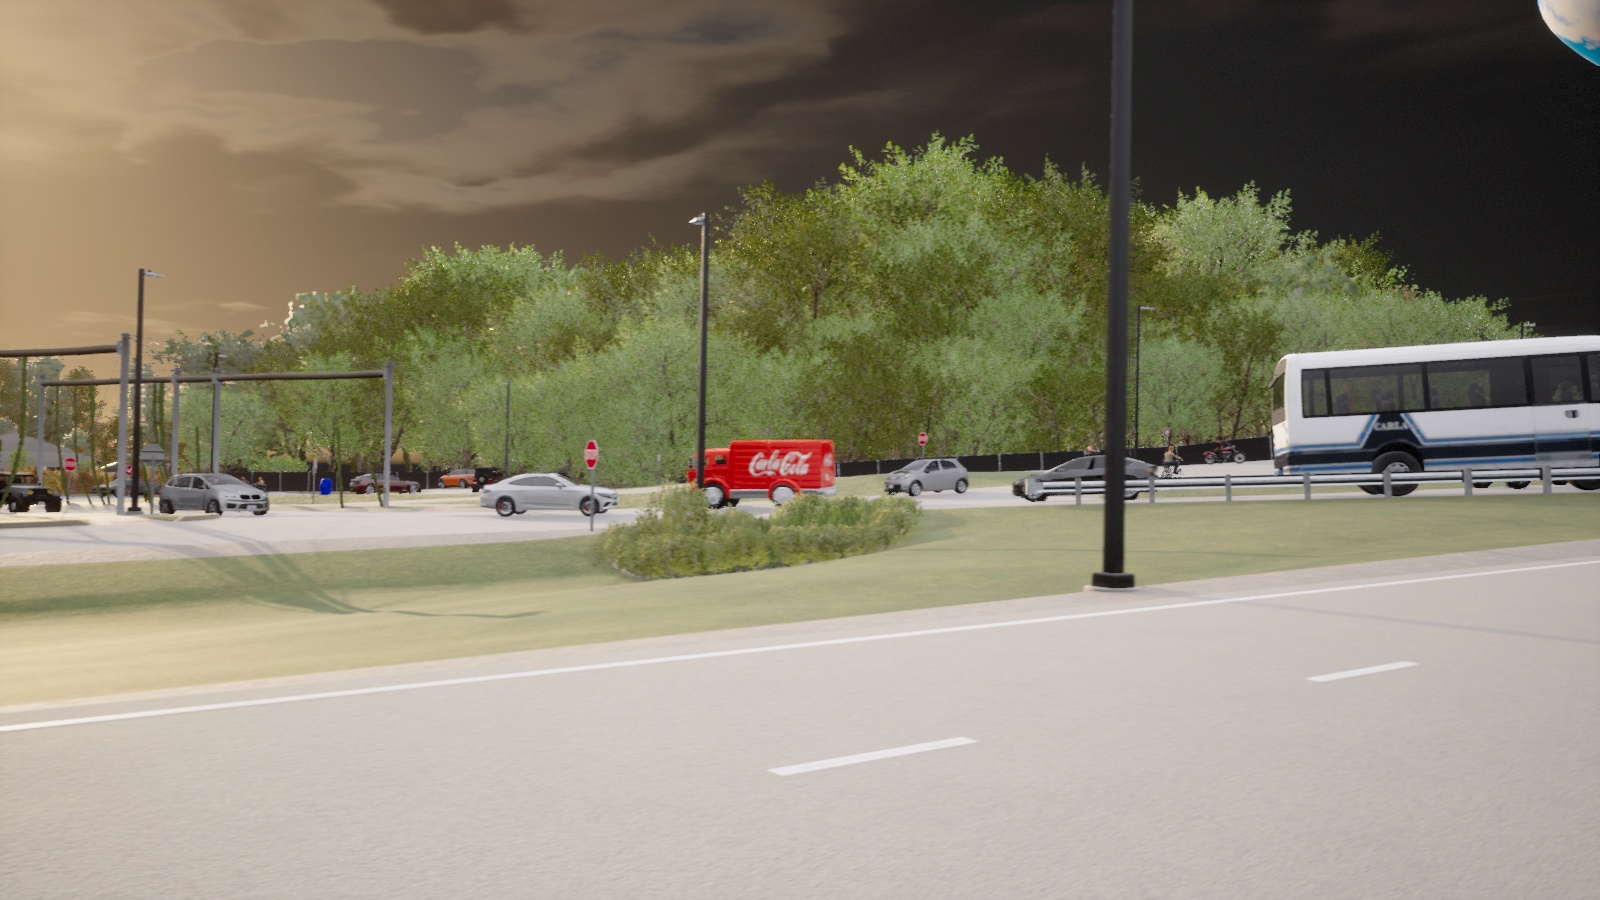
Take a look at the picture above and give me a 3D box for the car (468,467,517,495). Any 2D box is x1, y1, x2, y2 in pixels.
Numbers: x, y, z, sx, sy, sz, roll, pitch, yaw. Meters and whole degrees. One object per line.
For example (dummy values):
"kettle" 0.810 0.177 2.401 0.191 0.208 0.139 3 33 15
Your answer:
"car" -22.349 2.240 91.367 1.905 1.878 3.866 0 0 13

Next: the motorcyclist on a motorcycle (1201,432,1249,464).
"motorcyclist on a motorcycle" 23.732 -0.096 70.120 2.350 1.649 0.766 -3 -1 35

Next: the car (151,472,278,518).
"car" -22.604 1.750 48.465 4.611 1.667 2.242 -2 -2 30

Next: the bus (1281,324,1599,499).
"bus" 19.447 -1.001 35.499 10.273 4.253 3.944 -3 -3 14

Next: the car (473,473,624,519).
"car" -8.480 1.536 42.552 4.674 1.442 1.812 -1 0 4

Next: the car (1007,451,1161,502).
"car" 9.448 0.900 41.687 4.792 1.488 2.163 -2 -2 16

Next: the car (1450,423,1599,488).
"car" 23.075 0.158 39.230 4.605 1.855 1.932 -2 0 -10

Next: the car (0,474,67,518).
"car" -34.201 2.021 54.939 3.866 1.878 1.905 -1 -2 28

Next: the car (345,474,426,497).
"car" -28.557 2.470 86.618 4.792 1.488 2.163 0 -1 -40

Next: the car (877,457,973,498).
"car" 5.206 1.124 52.157 3.633 1.501 1.845 -2 1 -35

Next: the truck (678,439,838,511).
"truck" -1.486 0.889 45.298 5.204 2.467 2.627 -1 1 14
